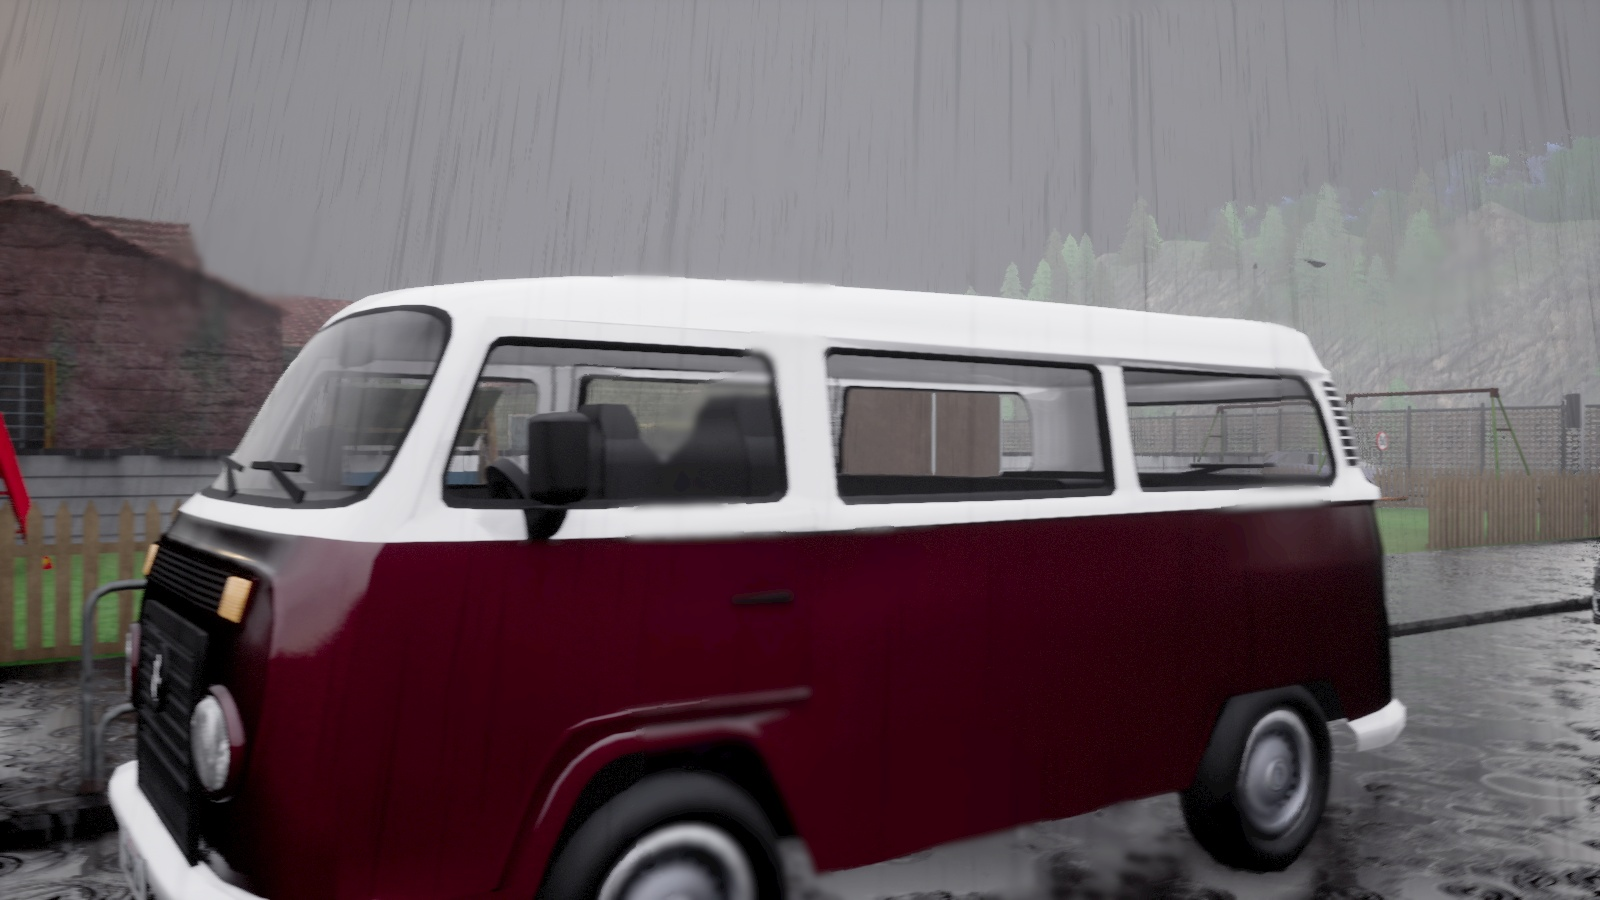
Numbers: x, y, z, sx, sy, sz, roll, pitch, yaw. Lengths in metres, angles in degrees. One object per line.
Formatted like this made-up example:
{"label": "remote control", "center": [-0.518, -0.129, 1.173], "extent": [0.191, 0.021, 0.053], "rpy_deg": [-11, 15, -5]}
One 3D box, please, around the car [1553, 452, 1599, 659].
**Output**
{"label": "car", "center": [8.118, 0.757, 9.962], "extent": [4.892, 1.490, 1.837], "rpy_deg": [0, 0, -35]}

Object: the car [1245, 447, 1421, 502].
{"label": "car", "center": [16.987, 0.738, 40.286], "extent": [2.033, 1.649, 4.856], "rpy_deg": [0, 0, -35]}

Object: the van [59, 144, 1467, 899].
{"label": "van", "center": [0.117, 0.479, 4.359], "extent": [4.480, 2.038, 2.069], "rpy_deg": [0, 0, -35]}
